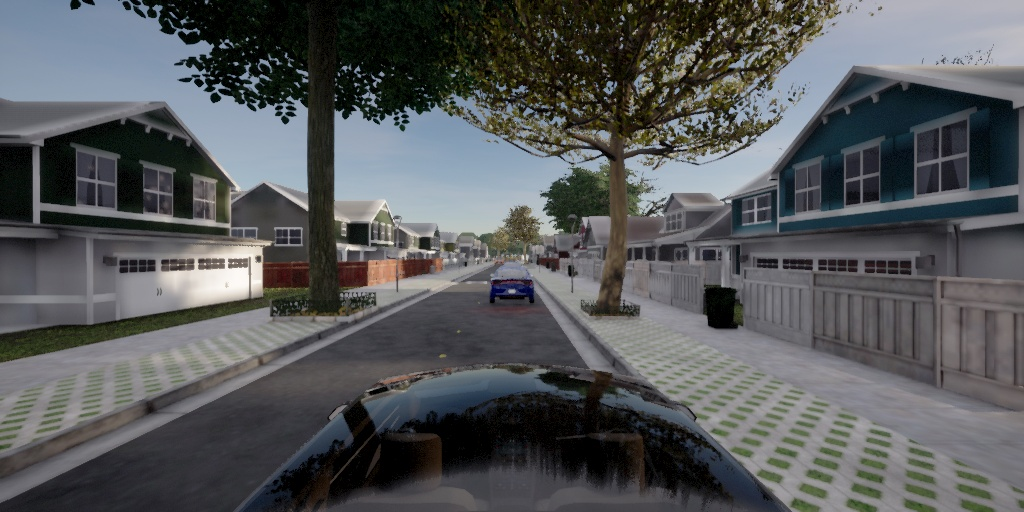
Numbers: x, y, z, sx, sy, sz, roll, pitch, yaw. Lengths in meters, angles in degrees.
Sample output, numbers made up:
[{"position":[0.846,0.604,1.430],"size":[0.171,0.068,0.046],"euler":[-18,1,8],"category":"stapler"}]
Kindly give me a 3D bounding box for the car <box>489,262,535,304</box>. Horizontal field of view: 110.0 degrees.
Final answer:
[{"position":[0.000,1.236,16.500],"size":[1.882,1.535,5.008],"euler":[0,0,0],"category":"car"}]

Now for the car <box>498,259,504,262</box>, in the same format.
[{"position":[0.000,1.246,31.501],"size":[1.882,1.535,5.008],"euler":[0,0,0],"category":"car"}]
